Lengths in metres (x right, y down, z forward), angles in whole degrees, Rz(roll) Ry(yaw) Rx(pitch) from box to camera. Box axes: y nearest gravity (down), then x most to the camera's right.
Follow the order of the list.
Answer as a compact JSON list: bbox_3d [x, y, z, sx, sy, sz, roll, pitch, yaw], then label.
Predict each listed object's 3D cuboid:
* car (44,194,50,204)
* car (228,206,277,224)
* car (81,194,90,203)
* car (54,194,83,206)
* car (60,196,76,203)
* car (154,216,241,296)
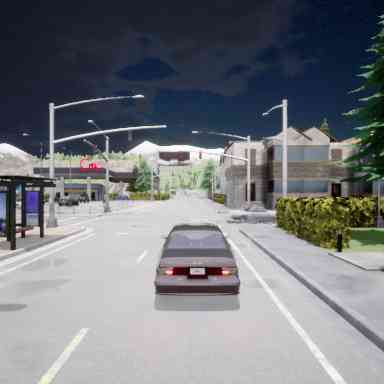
[{"bbox_3d":[-25.857,1.308,61.025,1.932,1.855,4.605,0,0,0],"label":"car"},{"bbox_3d":[5.251,1.758,25.924,4.718,1.301,1.895,1,0,0],"label":"car"},{"bbox_3d":[-22.588,1.290,68.900,1.905,1.878,3.866,0,0,0],"label":"car"},{"bbox_3d":[-18.894,1.506,51.029,2.007,1.523,4.514,0,0,0],"label":"car"},{"bbox_3d":[-25.914,1.574,69.504,1.970,1.475,3.806,0,0,0],"label":"car"},{"bbox_3d":[0.105,1.550,8.823,2.033,1.411,5.357,0,0,0],"label":"car"}]
